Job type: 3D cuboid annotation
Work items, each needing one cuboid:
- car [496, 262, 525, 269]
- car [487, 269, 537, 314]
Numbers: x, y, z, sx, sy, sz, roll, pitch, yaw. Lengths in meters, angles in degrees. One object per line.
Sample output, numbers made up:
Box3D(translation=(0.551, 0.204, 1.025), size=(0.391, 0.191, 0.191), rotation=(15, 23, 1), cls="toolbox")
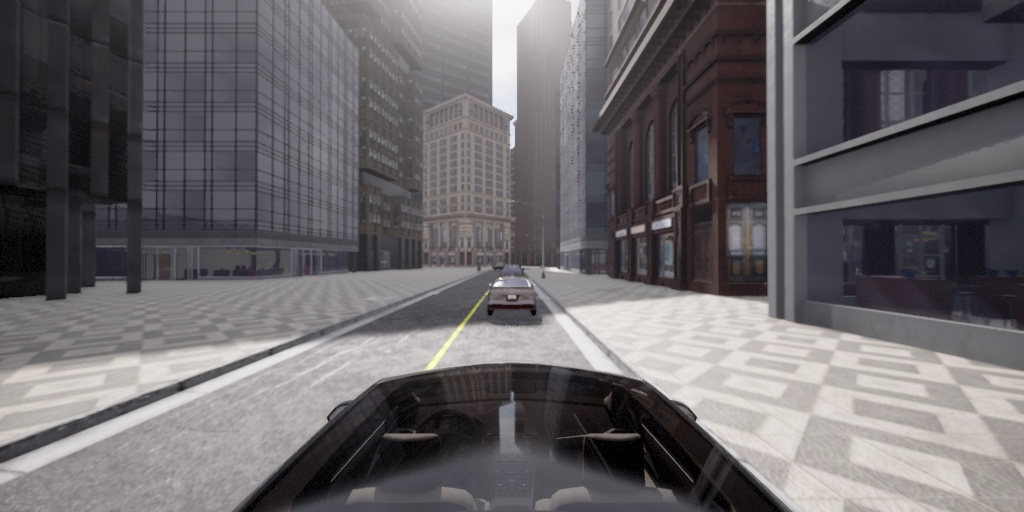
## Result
Box3D(translation=(0.017, 1.427, 30.279), size=(2.097, 1.767, 4.553), rotation=(0, -1, 0), cls="car")
Box3D(translation=(0.007, 1.432, 14.384), size=(2.033, 1.411, 5.357), rotation=(0, -1, 0), cls="car")
